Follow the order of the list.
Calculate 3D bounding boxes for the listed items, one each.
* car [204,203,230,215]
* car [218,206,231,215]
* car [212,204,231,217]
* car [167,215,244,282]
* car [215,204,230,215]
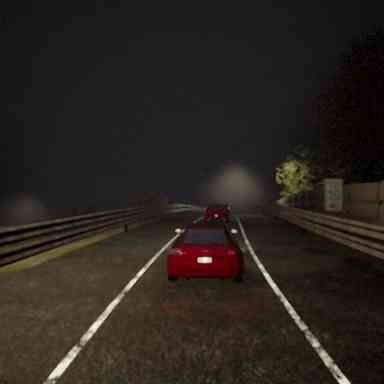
[{"bbox_3d":[2.056,1.664,27.002,1.882,1.535,5.008,0,-1,6],"label":"car"},{"bbox_3d":[5.479,3.147,55.970,1.895,1.301,4.718,0,-4,8],"label":"car"},{"bbox_3d":[3.368,2.066,37.989,2.033,1.411,5.357,0,-2,6],"label":"car"},{"bbox_3d":[0.426,1.609,9.979,1.994,1.385,4.181,0,0,3],"label":"car"},{"bbox_3d":[4.542,2.553,48.999,1.882,1.535,5.008,0,-4,8],"label":"car"}]
